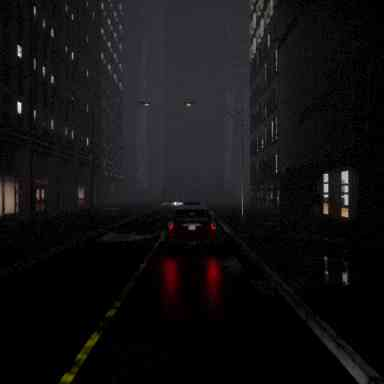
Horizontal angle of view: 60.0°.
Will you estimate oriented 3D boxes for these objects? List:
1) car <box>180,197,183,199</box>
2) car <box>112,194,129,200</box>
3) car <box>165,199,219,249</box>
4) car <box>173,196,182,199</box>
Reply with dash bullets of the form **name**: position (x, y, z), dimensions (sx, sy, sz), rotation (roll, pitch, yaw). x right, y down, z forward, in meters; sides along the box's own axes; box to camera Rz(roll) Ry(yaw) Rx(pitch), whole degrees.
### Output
- **car**: position (-0.001, 1.517, 29.649), dimensions (1.837, 1.490, 4.892), rotation (0, 0, 0)
- **car**: position (-18.895, 1.405, 82.472), dimensions (4.829, 1.417, 1.752), rotation (0, -1, -1)
- **car**: position (0.000, 1.367, 14.619), dimensions (2.097, 1.767, 4.553), rotation (0, 0, 0)
- **car**: position (-3.001, 1.510, 71.732), dimensions (2.128, 1.511, 4.902), rotation (0, 0, 0)
